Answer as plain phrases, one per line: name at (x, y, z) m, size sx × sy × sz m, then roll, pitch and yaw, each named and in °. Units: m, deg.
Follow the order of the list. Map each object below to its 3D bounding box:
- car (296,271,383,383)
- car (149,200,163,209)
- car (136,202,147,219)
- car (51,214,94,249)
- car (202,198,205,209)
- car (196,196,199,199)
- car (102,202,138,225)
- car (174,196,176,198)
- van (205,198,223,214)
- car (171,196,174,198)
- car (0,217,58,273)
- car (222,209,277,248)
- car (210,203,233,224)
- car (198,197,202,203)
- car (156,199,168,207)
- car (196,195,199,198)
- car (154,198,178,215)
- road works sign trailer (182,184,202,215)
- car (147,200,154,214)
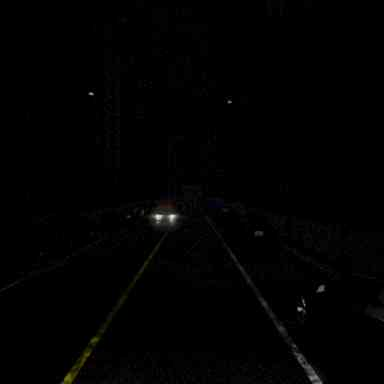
car at (2.675, 1.604, 4.052) m, size 1.947 × 1.339 × 4.313 m, roll 1°, pitch -1°, yaw 0°
car at (-5.857, 2.016, 54.668) m, size 1.887 × 1.381 × 4.507 m, roll 1°, pitch 0°, yaw 0°
car at (-5.853, 1.727, 32.171) m, size 1.967 × 1.590 × 4.097 m, roll 1°, pitch 0°, yaw 0°
car at (-5.852, 1.705, 15.296) m, size 1.947 × 1.339 × 4.313 m, roll 1°, pitch -1°, yaw 0°
car at (2.671, 1.822, 43.425) m, size 1.967 × 1.590 × 4.097 m, roll 1°, pitch 0°, yaw 0°
car at (2.665, 2.230, 82.796) m, size 1.887 × 1.381 × 4.507 m, roll 1°, pitch 0°, yaw 0°
car at (-5.854, 1.783, 26.546) m, size 1.887 × 1.381 × 4.507 m, roll 1°, pitch -1°, yaw 0°
car at (-5.862, 2.306, 88.413) m, size 1.802 × 1.307 × 4.206 m, roll 1°, pitch 0°, yaw 0°
van at (2.673, 1.676, 37.801) m, size 1.690 × 1.788 × 3.998 m, roll 1°, pitch 0°, yaw 0°
car at (-5.860, 2.167, 76.994) m, size 1.752 × 1.417 × 4.829 m, roll 1°, pitch 0°, yaw 0°
car at (-5.852, 1.654, 9.673) m, size 1.947 × 1.339 × 4.313 m, roll 1°, pitch -1°, yaw 0°
car at (2.673, 1.706, 15.301) m, size 1.947 × 1.339 × 4.313 m, roll 1°, pitch -1°, yaw 0°
car at (2.671, 1.821, 26.551) m, size 1.802 × 1.307 × 4.206 m, roll 1°, pitch 0°, yaw 0°
car at (2.667, 2.110, 65.922) m, size 2.008 × 1.369 × 4.403 m, roll 1°, pitch 0°, yaw 0°
car at (-5.859, 2.110, 65.916) m, size 2.008 × 1.369 × 4.403 m, roll 1°, pitch 0°, yaw 0°
car at (2.664, 2.270, 88.420) m, size 1.887 × 1.381 × 4.507 m, roll 1°, pitch 0°, yaw 0°
car at (-3.099, 1.829, 39.819) m, size 1.882 × 1.535 × 5.008 m, roll 0°, pitch 0°, yaw 0°
road works sign trailer at (-0.007, 0.810, 39.268) m, size 2.380 × 3.560 × 2.880 m, roll 0°, pitch 0°, yaw 0°
car at (-5.855, 1.879, 37.795) m, size 1.887 × 1.381 × 4.507 m, roll 1°, pitch 0°, yaw 0°
